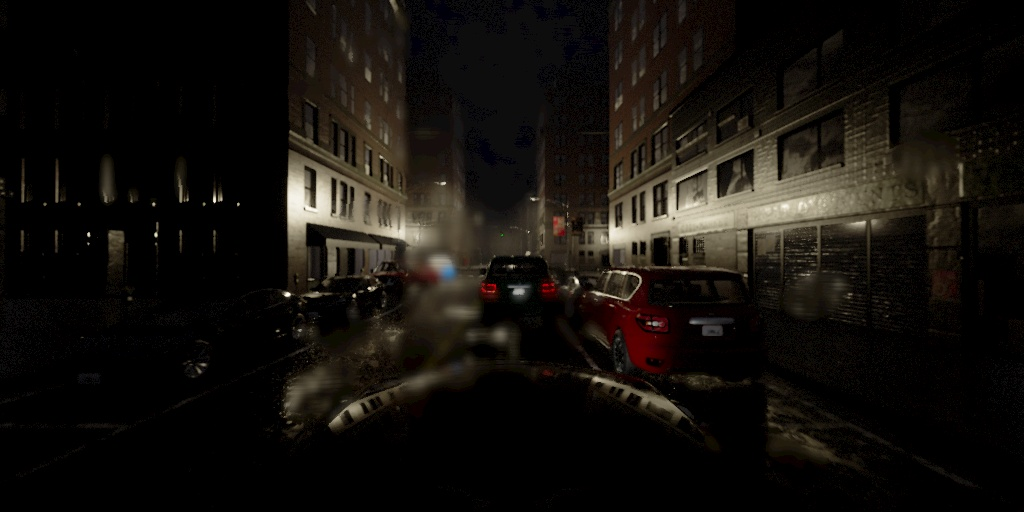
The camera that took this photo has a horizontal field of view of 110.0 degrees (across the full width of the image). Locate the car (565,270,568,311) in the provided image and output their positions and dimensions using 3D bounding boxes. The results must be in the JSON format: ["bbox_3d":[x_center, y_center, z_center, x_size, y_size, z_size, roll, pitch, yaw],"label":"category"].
[{"bbox_3d":[2.667,1.347,12.743,2.007,1.370,4.403,0,0,0],"label":"car"}]

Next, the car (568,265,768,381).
[{"bbox_3d":[2.668,1.088,7.157,2.192,1.841,5.009,0,0,0],"label":"car"}]

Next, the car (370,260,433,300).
[{"bbox_3d":[-5.858,1.133,18.322,2.192,1.841,5.009,0,0,0],"label":"car"}]

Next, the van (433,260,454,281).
[{"bbox_3d":[-5.859,1.205,29.494,1.690,1.789,3.998,0,0,0],"label":"van"}]

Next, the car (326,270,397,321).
[{"bbox_3d":[-5.858,1.361,12.737,1.948,1.339,4.313,0,0,0],"label":"car"}]

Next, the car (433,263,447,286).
[{"bbox_3d":[-5.859,1.387,23.909,1.888,1.381,4.507,0,0,0],"label":"car"}]

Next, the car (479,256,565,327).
[{"bbox_3d":[0.118,1.014,11.799,2.150,2.045,5.566,0,0,-2],"label":"car"}]

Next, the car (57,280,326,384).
[{"bbox_3d":[-5.858,1.338,7.150,1.948,1.339,4.313,0,0,0],"label":"car"}]
